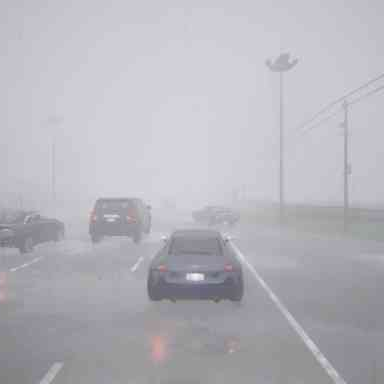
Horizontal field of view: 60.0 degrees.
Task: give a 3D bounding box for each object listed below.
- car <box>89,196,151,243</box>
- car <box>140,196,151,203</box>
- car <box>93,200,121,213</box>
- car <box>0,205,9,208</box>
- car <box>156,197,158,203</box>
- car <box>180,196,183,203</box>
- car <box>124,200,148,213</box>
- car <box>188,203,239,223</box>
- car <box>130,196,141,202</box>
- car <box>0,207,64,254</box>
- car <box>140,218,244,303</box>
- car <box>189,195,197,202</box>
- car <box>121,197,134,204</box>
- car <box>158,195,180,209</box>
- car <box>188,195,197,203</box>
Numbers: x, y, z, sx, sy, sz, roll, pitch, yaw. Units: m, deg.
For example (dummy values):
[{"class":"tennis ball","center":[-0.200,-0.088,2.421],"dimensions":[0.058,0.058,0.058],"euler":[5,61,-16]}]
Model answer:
[{"class":"car","center":[-3.367,1.276,16.548],"dimensions":[2.150,2.045,5.566],"euler":[0,0,0]},{"class":"car","center":[-10.351,1.744,74.291],"dimensions":[1.837,1.490,4.892],"euler":[0,0,0]},{"class":"car","center":[-10.318,1.683,40.657],"dimensions":[2.033,1.411,5.357],"euler":[0,0,0]},{"class":"car","center":[-13.852,1.644,23.914],"dimensions":[1.994,1.385,4.181],"euler":[0,0,0]},{"class":"car","center":[-6.850,1.603,74.810],"dimensions":[2.097,1.767,4.553],"euler":[0,0,0]},{"class":"car","center":[-3.339,1.623,80.314],"dimensions":[2.097,1.767,4.553],"euler":[0,0,0]},{"class":"car","center":[-6.820,1.683,40.762],"dimensions":[2.033,1.411,5.357],"euler":[0,0,0]},{"class":"car","center":[1.505,1.680,23.645],"dimensions":[1.895,1.301,4.718],"euler":[0,0,-18]},{"class":"car","center":[-13.837,1.657,81.385],"dimensions":[1.994,1.385,4.181],"euler":[0,0,0]},{"class":"car","center":[-6.872,1.537,13.618],"dimensions":[2.128,1.511,4.902],"euler":[0,0,0]},{"class":"car","center":[0.104,1.592,8.330],"dimensions":[1.994,1.385,4.181],"euler":[0,0,1]},{"class":"car","center":[0.163,1.582,81.358],"dimensions":[1.882,1.535,5.008],"euler":[0,0,0]},{"class":"car","center":[-13.857,1.782,71.349],"dimensions":[1.994,1.385,4.181],"euler":[0,0,0]},{"class":"car","center":[-3.302,1.514,48.696],"dimensions":[2.097,1.767,4.553],"euler":[0,0,0]},{"class":"car","center":[0.143,1.783,71.354],"dimensions":[1.994,1.385,4.181],"euler":[0,0,0]}]
